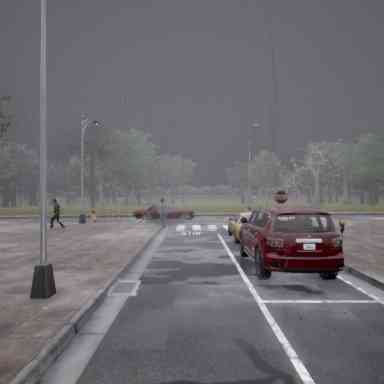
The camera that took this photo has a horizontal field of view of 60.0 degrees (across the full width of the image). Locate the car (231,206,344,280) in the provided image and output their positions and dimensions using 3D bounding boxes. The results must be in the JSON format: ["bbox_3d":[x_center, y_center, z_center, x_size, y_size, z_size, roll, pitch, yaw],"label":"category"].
[{"bbox_3d":[2.650,1.314,9.886,2.192,1.841,5.009,0,0,0],"label":"car"}]

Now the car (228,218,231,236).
[{"bbox_3d":[2.658,1.525,15.602,1.752,1.417,4.829,0,0,0],"label":"car"}]

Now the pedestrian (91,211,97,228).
[{"bbox_3d":[-5.703,1.560,19.384,0.500,1.100,0.500,0,0,0],"label":"pedestrian"}]

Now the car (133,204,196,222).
[{"bbox_3d":[-2.015,1.597,25.603,4.718,1.301,1.895,-1,0,0],"label":"car"}]

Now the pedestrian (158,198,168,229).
[{"bbox_3d":[-1.744,1.293,20.274,0.375,1.860,0.375,0,0,0],"label":"pedestrian"}]

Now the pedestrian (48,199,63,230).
[{"bbox_3d":[-7.743,1.210,18.881,0.375,1.860,0.375,0,0,0],"label":"pedestrian"}]
